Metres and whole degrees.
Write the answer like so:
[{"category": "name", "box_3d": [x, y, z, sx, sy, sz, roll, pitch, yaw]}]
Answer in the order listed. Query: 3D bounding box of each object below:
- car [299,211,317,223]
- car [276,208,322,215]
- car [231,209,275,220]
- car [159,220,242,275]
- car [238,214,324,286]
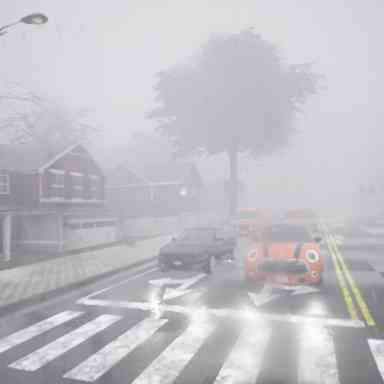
[{"category": "car", "box_3d": [14.682, 3.171, 41.936, 1.895, 1.301, 4.718, -3, -3, 21]}, {"category": "car", "box_3d": [7.050, 2.052, 21.613, 2.150, 2.045, 5.566, -3, -3, 20]}, {"category": "car", "box_3d": [4.117, 2.205, 23.040, 2.150, 2.045, 5.566, -3, -2, 20]}, {"category": "car", "box_3d": [0.436, 2.111, 13.087, 1.882, 1.535, 5.008, -3, -3, 22]}, {"category": "car", "box_3d": [3.111, 1.801, 10.922, 2.097, 1.767, 4.553, -3, -3, 20]}]
